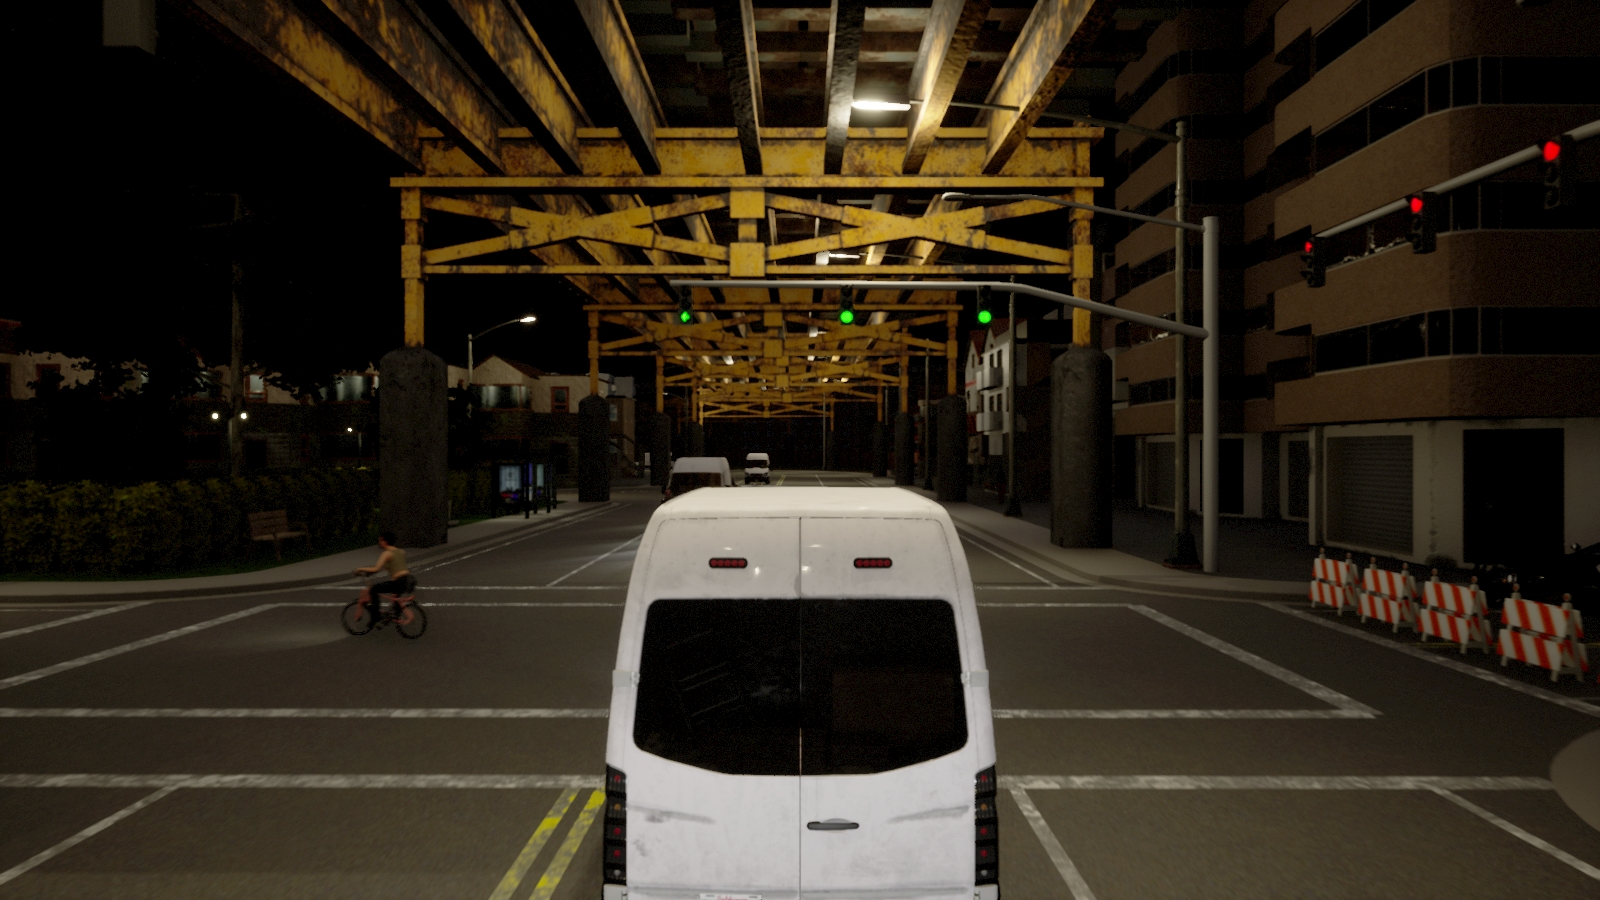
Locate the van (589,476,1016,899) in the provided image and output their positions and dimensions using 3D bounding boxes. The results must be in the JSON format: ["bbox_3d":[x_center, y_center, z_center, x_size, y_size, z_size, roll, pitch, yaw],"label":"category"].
[{"bbox_3d":[0.013,1.538,8.285,1.988,2.561,5.915,0,0,0],"label":"van"}]

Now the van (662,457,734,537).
[{"bbox_3d":[-3.475,1.546,39.936,1.988,2.561,5.915,0,0,0],"label":"van"}]

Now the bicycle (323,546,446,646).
[{"bbox_3d":[-6.180,2.150,17.011,1.487,1.301,0.859,0,2,19],"label":"bicycle"}]
